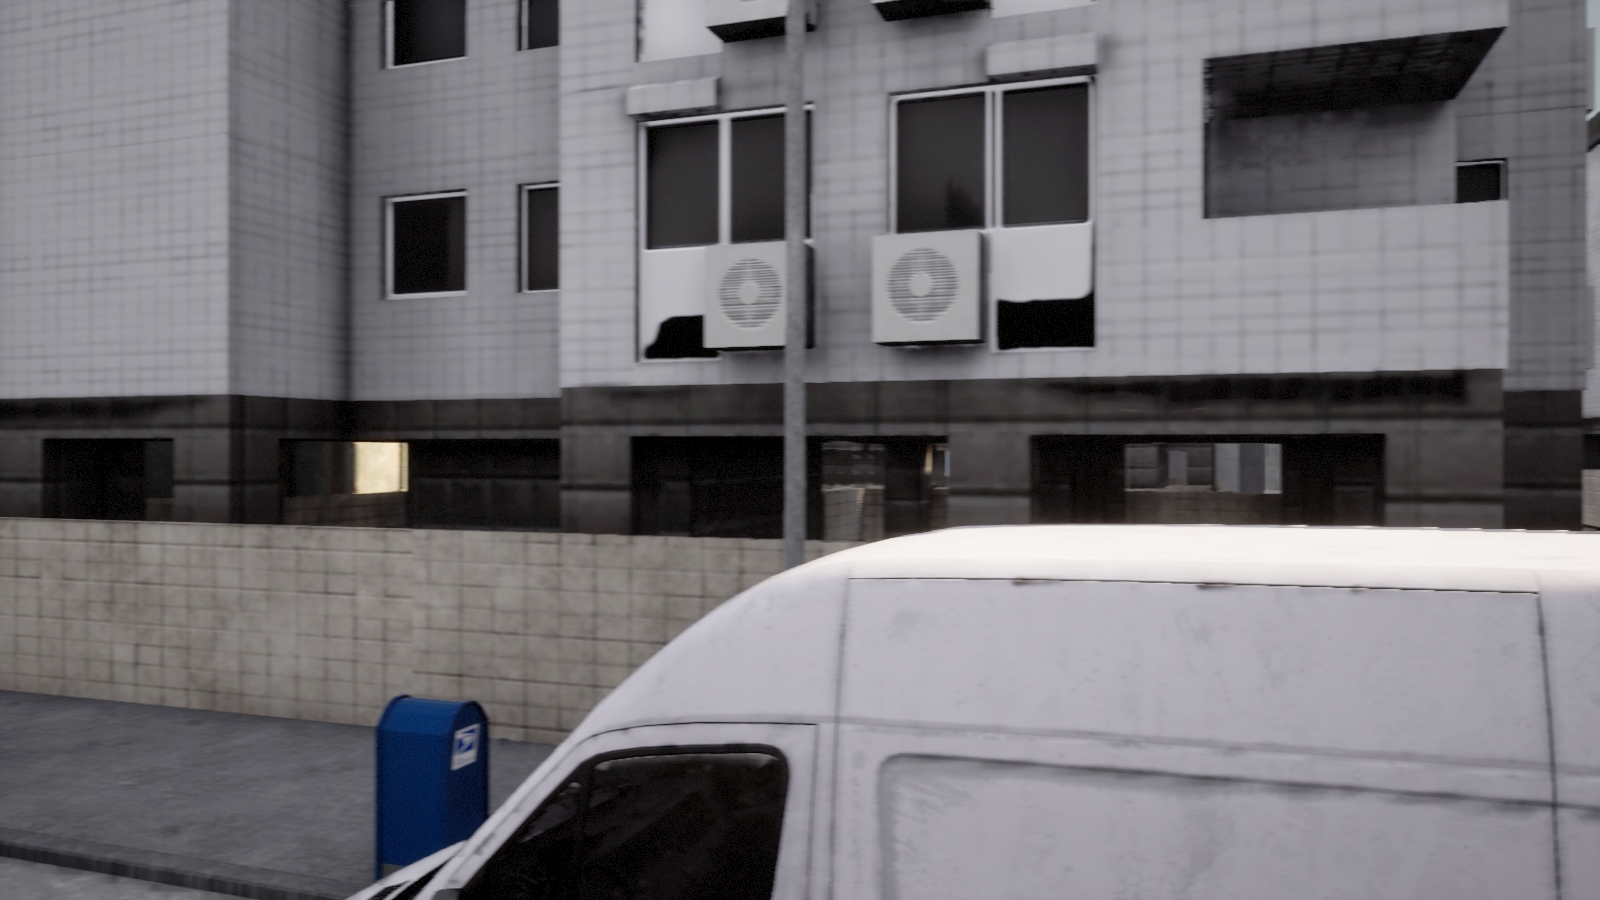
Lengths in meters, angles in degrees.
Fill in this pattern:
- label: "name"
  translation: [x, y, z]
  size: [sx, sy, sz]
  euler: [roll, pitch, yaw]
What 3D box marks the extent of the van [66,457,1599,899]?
- label: "van"
  translation: [0.885, 1.314, 3.433]
  size: [5.915, 2.561, 1.988]
  euler: [0, 0, 19]
